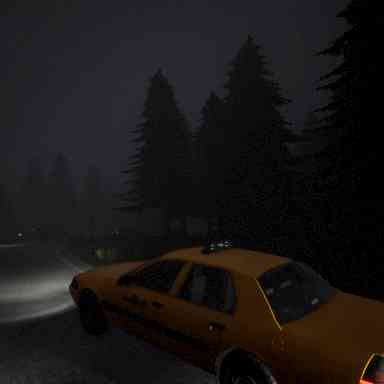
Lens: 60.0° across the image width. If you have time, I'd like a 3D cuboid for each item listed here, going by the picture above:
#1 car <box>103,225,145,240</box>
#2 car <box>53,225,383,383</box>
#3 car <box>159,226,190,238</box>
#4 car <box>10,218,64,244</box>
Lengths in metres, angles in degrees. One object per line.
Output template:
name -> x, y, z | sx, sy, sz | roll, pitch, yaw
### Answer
car -> -7.442, 4.510, 36.949 | 2.033, 1.411, 5.357 | -4, -8, 20
car -> 0.144, 1.440, 4.732 | 5.366, 1.575, 1.801 | 0, 1, 43
car -> -2.326, 5.543, 46.258 | 1.882, 1.535, 5.008 | -5, -8, 30
car -> -12.757, 3.222, 28.082 | 2.150, 2.045, 5.566 | -4, -7, 7
